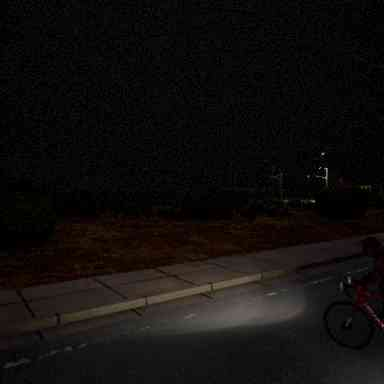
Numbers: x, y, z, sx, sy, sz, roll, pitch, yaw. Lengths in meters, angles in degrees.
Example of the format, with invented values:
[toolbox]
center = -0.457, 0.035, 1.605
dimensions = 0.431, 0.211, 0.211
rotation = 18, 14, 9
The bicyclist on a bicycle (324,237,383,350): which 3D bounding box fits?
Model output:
[bicyclist on a bicycle]
center = 2.588, 1.450, 4.470
dimensions = 1.656, 1.620, 0.582
rotation = -2, -1, 43
